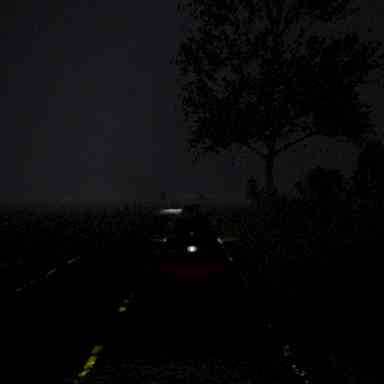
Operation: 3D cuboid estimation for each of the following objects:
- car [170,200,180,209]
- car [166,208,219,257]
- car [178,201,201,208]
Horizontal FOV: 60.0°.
[{"bbox_3d":[-2.764,2.121,56.563,2.128,1.511,4.902,0,-1,0],"label":"car"},{"bbox_3d":[0.020,1.646,13.502,1.837,1.490,4.892,0,0,0],"label":"car"},{"bbox_3d":[0.029,1.788,29.252,1.882,1.535,5.008,0,0,1],"label":"car"}]
